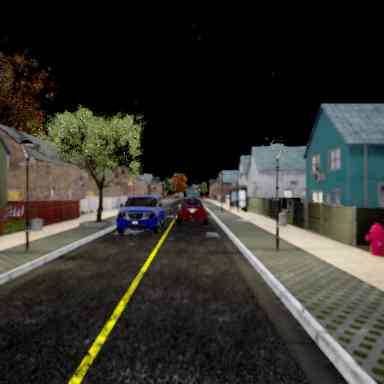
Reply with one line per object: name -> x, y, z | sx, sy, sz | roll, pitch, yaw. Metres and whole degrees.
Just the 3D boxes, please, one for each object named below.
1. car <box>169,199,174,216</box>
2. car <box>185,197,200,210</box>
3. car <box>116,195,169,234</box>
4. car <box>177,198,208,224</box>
car -> -2.794, 1.435, 32.126 | 2.128, 1.511, 4.902 | 0, 0, 0
car -> 0.070, 1.469, 43.092 | 1.812, 1.442, 4.674 | 0, 0, 0
car -> -2.792, 1.176, 19.224 | 2.150, 2.045, 5.566 | 0, 0, 1
car -> 0.039, 1.299, 24.200 | 2.097, 1.767, 4.553 | 0, 0, 0
